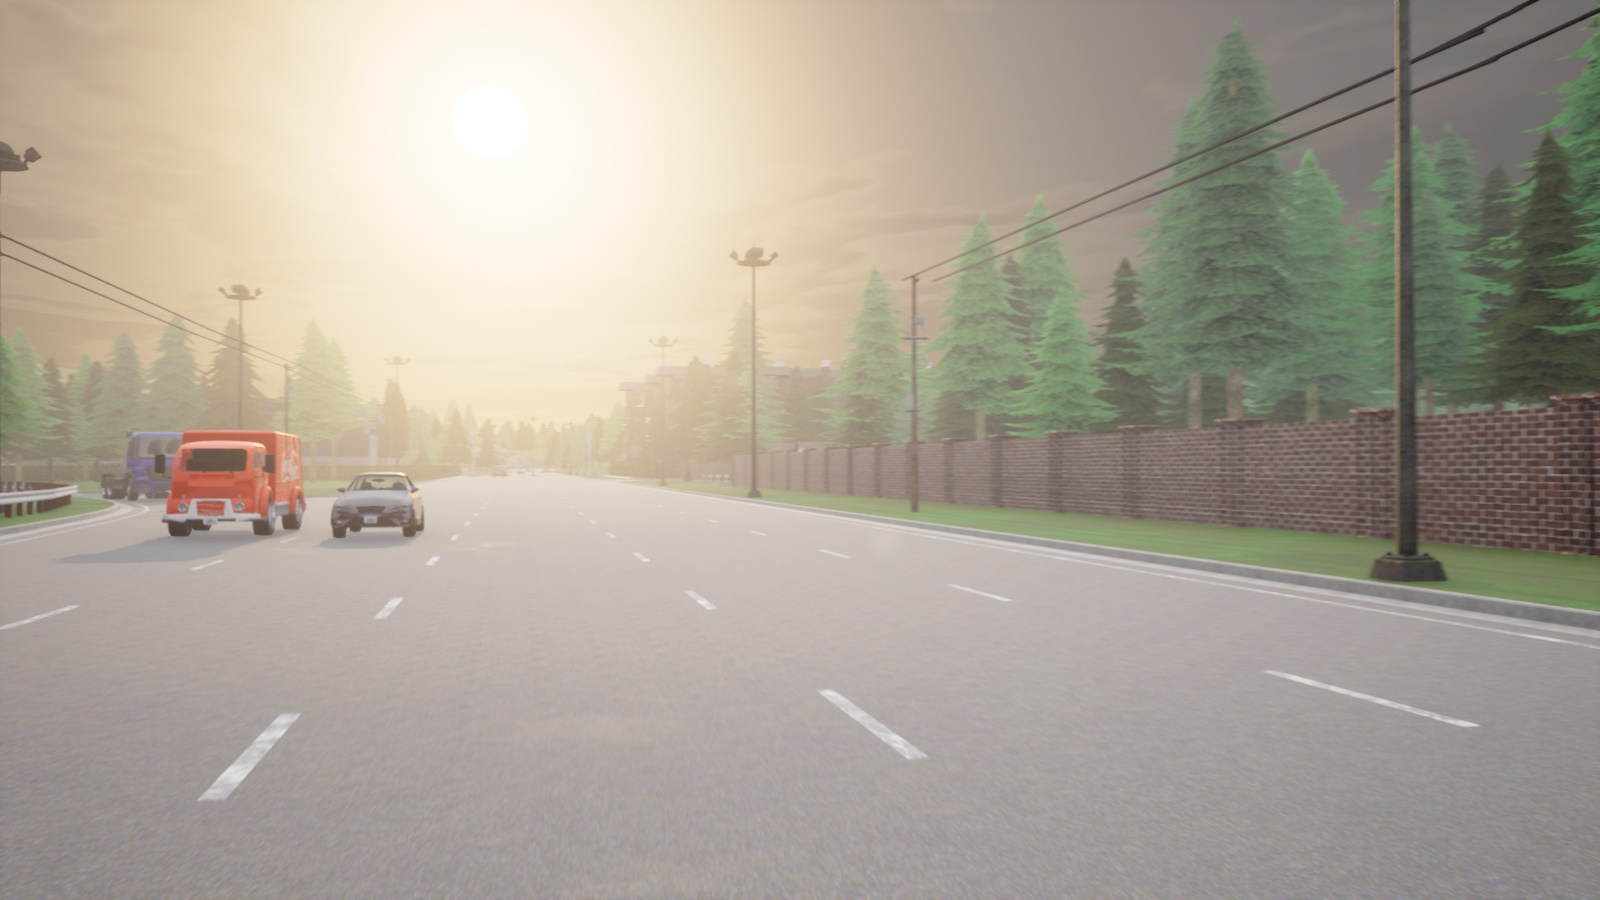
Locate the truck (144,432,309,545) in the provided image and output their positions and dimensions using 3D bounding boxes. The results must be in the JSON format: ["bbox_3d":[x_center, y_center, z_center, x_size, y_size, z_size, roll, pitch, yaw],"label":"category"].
[{"bbox_3d":[-13.691,0.877,30.406,2.627,2.467,5.204,0,-1,-13],"label":"truck"}]

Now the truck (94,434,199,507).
[{"bbox_3d":[-33.086,1.022,63.412,2.891,3.462,7.936,0,-1,-41],"label":"truck"}]

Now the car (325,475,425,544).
[{"bbox_3d":[-9.899,1.331,29.521,1.816,1.474,4.193,0,-1,-13],"label":"car"}]
